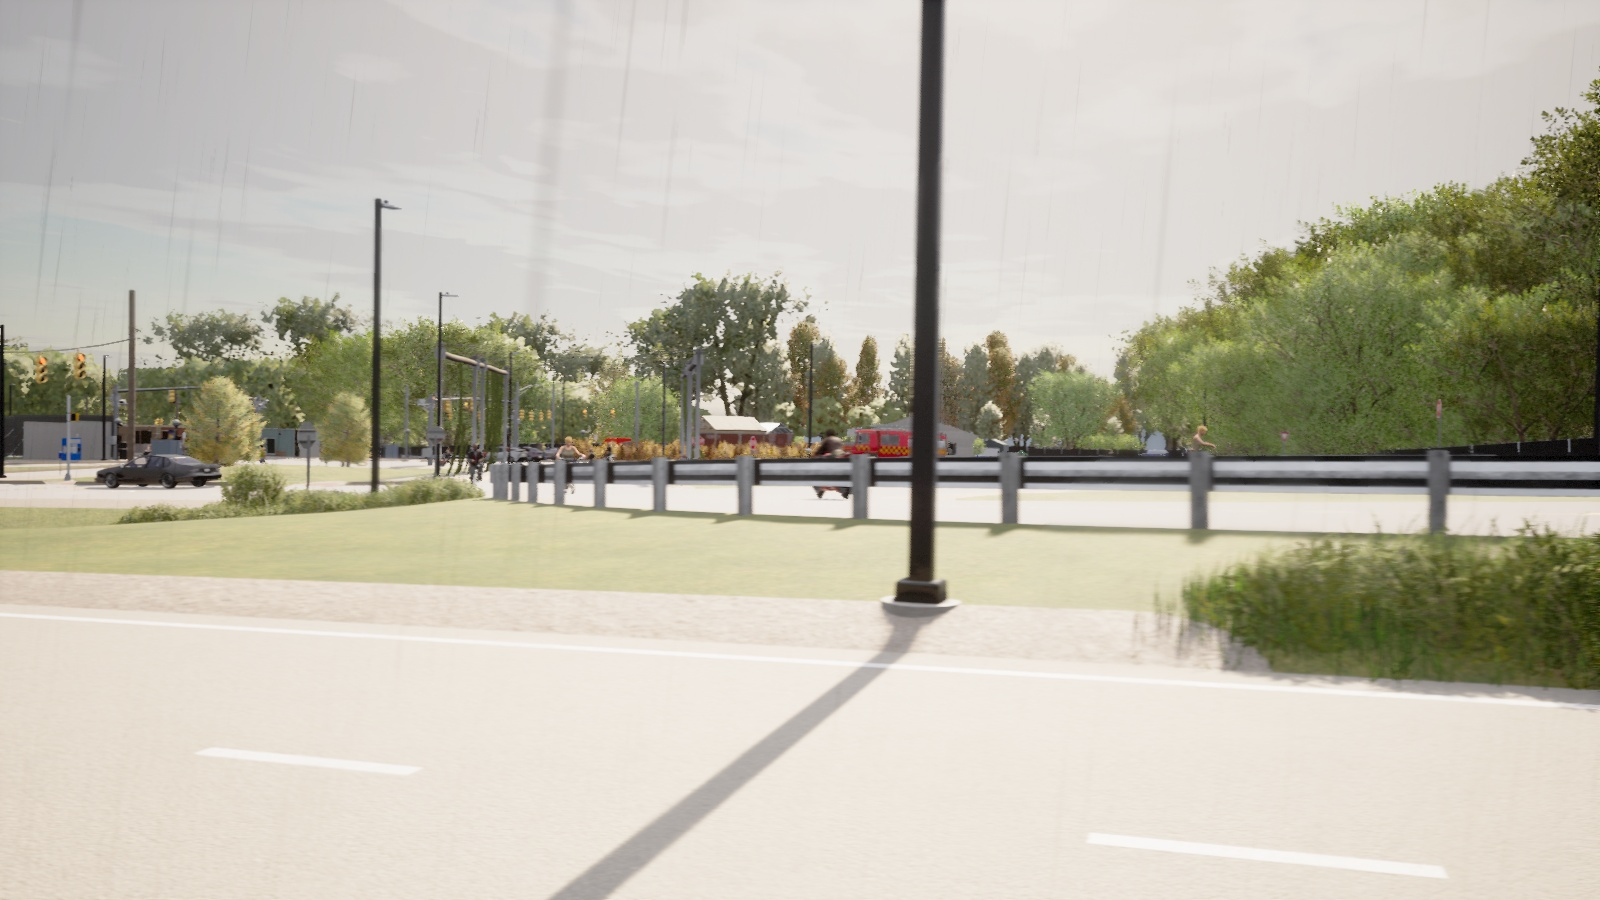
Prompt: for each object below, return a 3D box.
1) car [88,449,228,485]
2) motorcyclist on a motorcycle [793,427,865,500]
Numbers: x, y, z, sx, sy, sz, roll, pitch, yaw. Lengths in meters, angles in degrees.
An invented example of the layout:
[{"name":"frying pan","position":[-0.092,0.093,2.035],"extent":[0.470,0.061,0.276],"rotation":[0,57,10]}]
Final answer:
[{"name":"car","position":[-26.970,0.684,52.748],"extent":[5.357,1.411,2.033],"rotation":[0,1,18]},{"name":"motorcyclist on a motorcycle","position":[0.606,0.303,27.115],"extent":[0.797,1.523,2.044],"rotation":[1,-2,-22]}]
